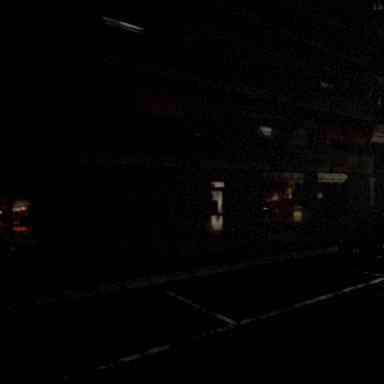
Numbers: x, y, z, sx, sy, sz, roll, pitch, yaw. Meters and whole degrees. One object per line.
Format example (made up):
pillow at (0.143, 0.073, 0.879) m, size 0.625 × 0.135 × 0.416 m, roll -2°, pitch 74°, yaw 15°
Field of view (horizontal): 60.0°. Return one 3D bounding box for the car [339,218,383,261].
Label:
car at (6.848, 1.562, 11.481) m, size 4.507 × 1.381 × 1.887 m, roll 0°, pitch -1°, yaw -36°
